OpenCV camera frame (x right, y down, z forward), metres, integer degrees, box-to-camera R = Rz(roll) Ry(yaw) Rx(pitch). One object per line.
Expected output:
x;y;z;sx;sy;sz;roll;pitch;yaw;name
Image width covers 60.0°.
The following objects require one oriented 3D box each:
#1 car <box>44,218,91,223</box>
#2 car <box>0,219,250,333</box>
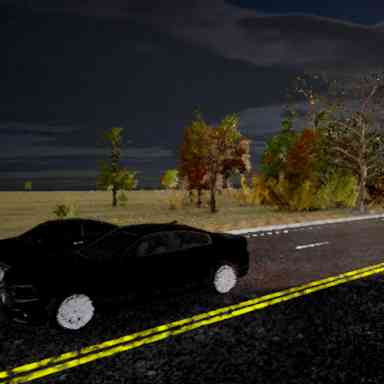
-3.612;1.476;9.026;4.674;1.442;1.812;-2;1;-35;car
-1.029;1.410;6.865;5.008;1.535;1.882;-2;1;-35;car
